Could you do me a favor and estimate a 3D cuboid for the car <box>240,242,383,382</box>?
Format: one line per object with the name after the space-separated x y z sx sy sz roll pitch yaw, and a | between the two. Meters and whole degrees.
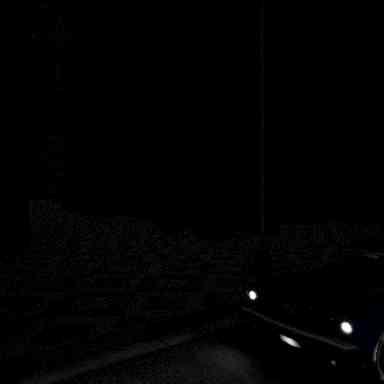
3.052 1.603 5.558 4.718 1.301 1.895 0 0 -36 | car
